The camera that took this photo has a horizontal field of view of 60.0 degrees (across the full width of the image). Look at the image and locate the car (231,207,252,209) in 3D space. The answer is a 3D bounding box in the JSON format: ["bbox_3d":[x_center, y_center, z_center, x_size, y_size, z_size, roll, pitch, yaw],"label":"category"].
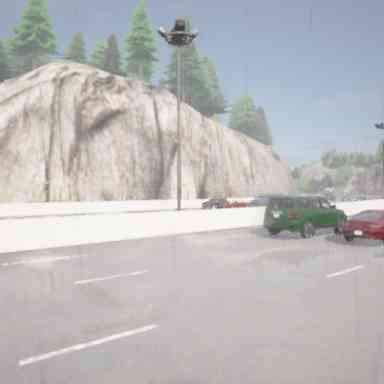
[{"bbox_3d":[6.294,1.602,32.177,4.718,1.301,1.895,0,0,-44],"label":"car"}]

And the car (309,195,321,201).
[{"bbox_3d":[28.617,1.424,77.341,1.895,1.301,4.718,0,0,30],"label":"car"}]

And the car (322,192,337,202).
[{"bbox_3d":[30.341,1.123,73.350,2.150,2.045,5.566,0,0,32],"label":"car"}]

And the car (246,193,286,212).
[{"bbox_3d":[8.913,1.219,39.694,2.150,2.045,5.566,0,0,44],"label":"car"}]

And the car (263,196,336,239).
[{"bbox_3d":[6.065,1.215,17.586,5.566,2.045,2.150,0,0,-40],"label":"car"}]

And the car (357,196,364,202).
[{"bbox_3d":[33.247,1.451,64.705,2.128,1.511,4.902,0,0,33],"label":"car"}]

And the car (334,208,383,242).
[{"bbox_3d":[8.593,1.510,15.189,4.674,1.442,1.812,0,0,-41],"label":"car"}]
